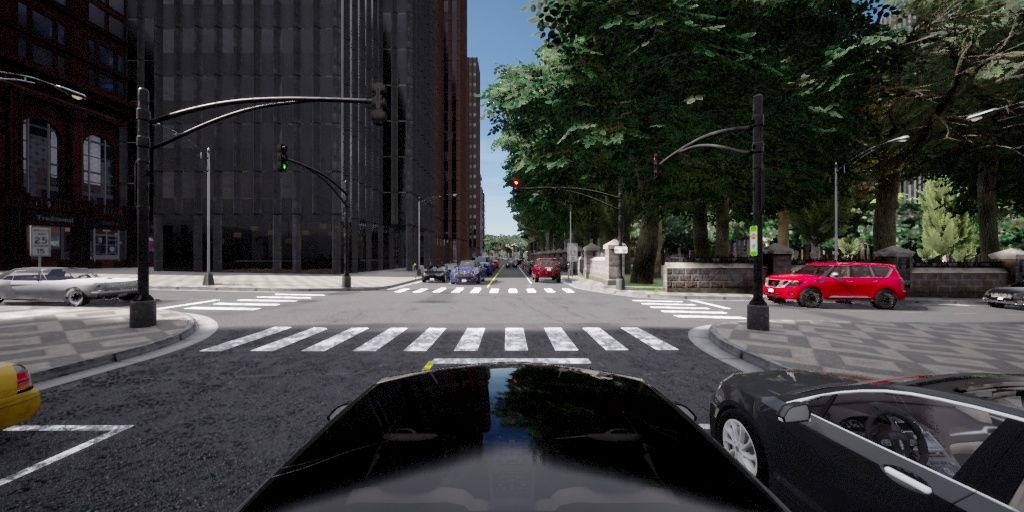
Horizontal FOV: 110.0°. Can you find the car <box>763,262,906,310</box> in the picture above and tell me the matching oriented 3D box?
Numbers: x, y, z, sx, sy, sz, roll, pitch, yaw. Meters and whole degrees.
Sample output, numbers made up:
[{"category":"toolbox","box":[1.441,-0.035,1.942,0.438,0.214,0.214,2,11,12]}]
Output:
[{"category":"car","box":[14.738,1.300,16.610,5.566,2.045,2.150,1,0,-1]}]

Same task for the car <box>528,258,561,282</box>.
[{"category":"car","box":[2.674,1.075,28.428,2.192,1.841,5.009,0,0,0]}]

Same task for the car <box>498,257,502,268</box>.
[{"category":"car","box":[-3.246,1.013,57.734,2.150,2.045,5.566,0,0,0]}]

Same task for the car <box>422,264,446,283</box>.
[{"category":"car","box":[-5.851,1.326,28.389,1.948,1.339,4.313,0,0,0]}]

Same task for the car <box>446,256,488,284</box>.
[{"category":"car","box":[-3.248,1.111,26.826,2.097,1.767,4.553,0,0,1]}]

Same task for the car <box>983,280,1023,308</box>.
[{"category":"car","box":[25.149,1.796,16.700,4.892,1.490,1.837,1,0,0]}]

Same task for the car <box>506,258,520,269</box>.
[{"category":"car","box":[-0.093,1.395,59.186,1.895,1.301,4.718,0,0,0]}]

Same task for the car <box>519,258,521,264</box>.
[{"category":"car","box":[2.581,1.230,55.710,1.967,1.591,4.097,0,0,0]}]

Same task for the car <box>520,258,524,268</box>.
[{"category":"car","box":[2.599,1.335,50.253,2.007,1.370,4.403,0,0,0]}]

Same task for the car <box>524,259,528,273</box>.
[{"category":"car","box":[2.637,1.338,39.340,1.948,1.339,4.313,0,0,0]}]

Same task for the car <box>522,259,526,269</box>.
[{"category":"car","box":[2.618,1.329,44.796,2.007,1.370,4.403,0,0,0]}]

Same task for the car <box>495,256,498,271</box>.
[{"category":"car","box":[-3.242,1.133,46.768,2.097,1.767,4.553,0,0,0]}]

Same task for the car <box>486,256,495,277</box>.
[{"category":"car","box":[-3.213,0.991,36.585,2.150,2.045,5.566,0,0,0]}]

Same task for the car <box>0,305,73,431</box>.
[{"category":"car","box":[-5.760,1.275,1.555,1.751,1.417,4.829,0,0,0]}]

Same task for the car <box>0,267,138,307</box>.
[{"category":"car","box":[-16.479,1.069,13.130,4.718,1.301,1.895,1,0,-1]}]

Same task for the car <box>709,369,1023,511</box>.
[{"category":"car","box":[2.764,1.300,1.763,2.007,1.370,4.403,0,0,0]}]
